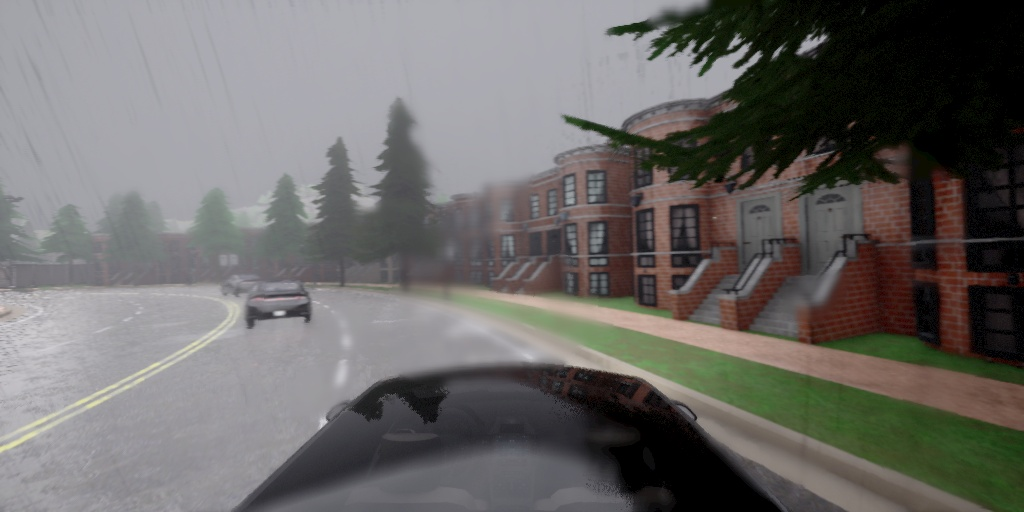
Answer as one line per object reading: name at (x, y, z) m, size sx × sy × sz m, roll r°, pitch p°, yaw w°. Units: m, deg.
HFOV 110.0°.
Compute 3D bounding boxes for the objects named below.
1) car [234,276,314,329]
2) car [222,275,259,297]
car at (-8.476, 1.628, 13.217) m, size 2.128 × 1.511 × 4.902 m, roll -1°, pitch -1°, yaw -31°
car at (-18.562, 2.062, 24.943) m, size 4.902 × 1.511 × 2.128 m, roll -2°, pitch -1°, yaw 40°
